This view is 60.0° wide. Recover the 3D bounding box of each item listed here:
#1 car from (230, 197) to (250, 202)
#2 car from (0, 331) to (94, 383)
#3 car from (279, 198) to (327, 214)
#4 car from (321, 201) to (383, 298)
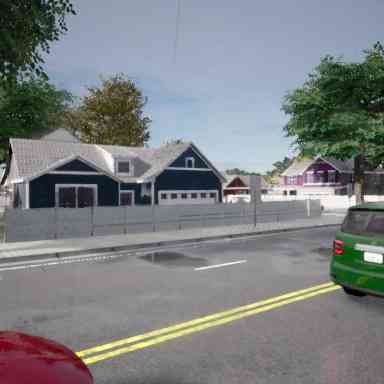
[{"bbox_3d":[7.021,1.433,45.076,2.097,1.767,4.553,-1,0,-31],"label":"car"},{"bbox_3d":[-2.912,1.476,1.364,5.008,1.535,1.882,0,0,-35],"label":"car"},{"bbox_3d":[12.199,1.497,36.926,1.882,1.535,5.008,-1,0,-33],"label":"car"},{"bbox_3d":[5.336,1.211,7.287,5.566,2.045,2.150,0,0,-35],"label":"car"}]
